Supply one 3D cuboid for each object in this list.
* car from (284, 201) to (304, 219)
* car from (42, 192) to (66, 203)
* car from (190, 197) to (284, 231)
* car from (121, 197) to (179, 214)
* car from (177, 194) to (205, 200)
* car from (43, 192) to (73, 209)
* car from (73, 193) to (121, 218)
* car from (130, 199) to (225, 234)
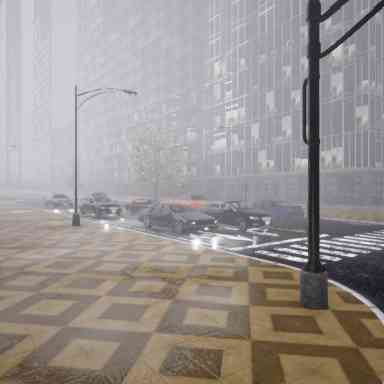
[{"bbox_3d":[5.743,1.247,25.284,2.033,1.411,5.357,0,1,-38],"label":"car"},{"bbox_3d":[-19.478,0.703,46.808,1.994,1.385,4.181,0,1,-38],"label":"car"},{"bbox_3d":[2.330,1.254,18.784,2.128,1.511,4.902,0,1,-38],"label":"car"},{"bbox_3d":[-3.394,1.193,26.076,1.895,1.301,4.718,0,1,-38],"label":"car"},{"bbox_3d":[-0.480,0.946,27.948,2.097,1.767,4.553,0,1,-38],"label":"car"},{"bbox_3d":[-13.532,0.897,33.769,1.812,1.442,4.674,0,1,-38],"label":"car"},{"bbox_3d":[-7.027,1.056,25.442,2.128,1.511,4.902,0,1,-38],"label":"car"},{"bbox_3d":[-0.953,1.292,17.700,2.033,1.411,5.357,0,1,-38],"label":"car"}]
